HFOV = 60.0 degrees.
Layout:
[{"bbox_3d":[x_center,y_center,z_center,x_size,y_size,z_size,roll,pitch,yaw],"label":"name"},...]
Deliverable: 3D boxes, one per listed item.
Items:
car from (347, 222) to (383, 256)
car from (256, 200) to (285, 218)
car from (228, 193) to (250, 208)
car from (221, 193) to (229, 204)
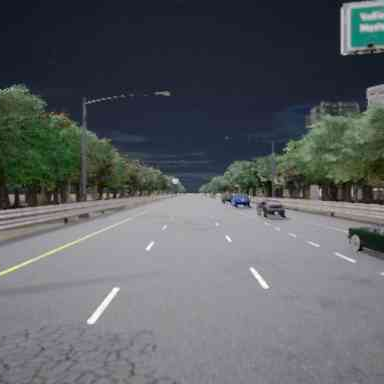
[{"bbox_3d":[7.002,1.603,10.940,1.895,1.301,4.718,0,0,0],"label":"car"},{"bbox_3d":[7.006,1.511,29.999,1.837,1.490,4.892,0,0,0],"label":"car"},{"bbox_3d":[7.008,1.252,48.173,2.150,2.045,5.566,0,0,0],"label":"car"},{"bbox_3d":[7.014,1.246,66.272,2.150,2.045,5.566,0,0,0],"label":"car"}]
